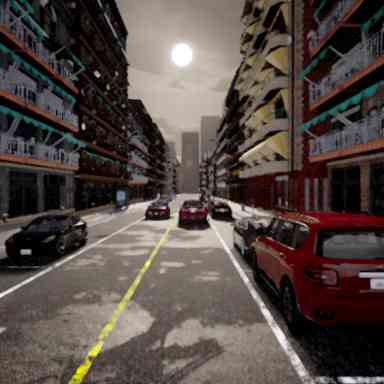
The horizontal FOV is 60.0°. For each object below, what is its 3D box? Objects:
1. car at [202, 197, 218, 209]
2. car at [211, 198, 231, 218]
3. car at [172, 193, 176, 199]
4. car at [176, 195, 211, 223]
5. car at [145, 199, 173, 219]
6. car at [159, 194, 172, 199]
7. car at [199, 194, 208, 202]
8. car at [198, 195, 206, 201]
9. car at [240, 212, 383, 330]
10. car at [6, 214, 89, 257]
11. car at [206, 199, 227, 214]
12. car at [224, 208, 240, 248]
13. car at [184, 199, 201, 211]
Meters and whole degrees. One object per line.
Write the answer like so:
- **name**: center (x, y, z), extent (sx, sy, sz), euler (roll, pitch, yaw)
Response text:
- **car**: center (2.505, 1.501, 46.478), extent (2.008, 1.369, 4.403), euler (-1, 0, 0)
- **car**: center (2.512, 1.531, 29.484), extent (1.947, 1.339, 4.313), euler (-1, 0, 0)
- **car**: center (-5.355, 1.370, 75.004), extent (1.967, 1.590, 4.097), euler (-1, 0, 0)
- **car**: center (0.075, 1.322, 25.368), extent (2.097, 1.767, 4.553), euler (0, 0, 0)
- **car**: center (-2.860, 1.530, 28.584), extent (1.994, 1.385, 4.181), euler (0, 0, 0)
- **car**: center (-5.350, 1.377, 63.702), extent (1.967, 1.590, 4.097), euler (-1, 0, 0)
- **car**: center (2.530, 1.370, 74.799), extent (1.967, 1.590, 4.097), euler (-1, 0, 0)
- **car**: center (2.523, 1.468, 86.128), extent (1.887, 1.381, 4.507), euler (-1, 0, 0)
- **car**: center (2.518, 1.306, 6.827), extent (2.192, 1.841, 5.009), euler (-1, 0, 0)
- **car**: center (-5.329, 1.549, 12.841), extent (1.947, 1.339, 4.313), euler (-1, 0, 0)
- **car**: center (2.509, 1.505, 35.149), extent (1.887, 1.381, 4.507), euler (-1, 0, 0)
- **car**: center (2.518, 1.535, 12.491), extent (2.008, 1.369, 4.403), euler (-1, 0, 0)
- **car**: center (0.071, 1.556, 41.000), extent (1.895, 1.301, 4.718), euler (0, 0, 0)
